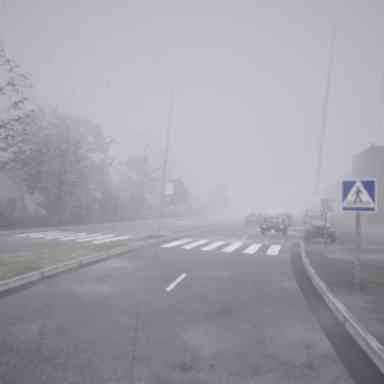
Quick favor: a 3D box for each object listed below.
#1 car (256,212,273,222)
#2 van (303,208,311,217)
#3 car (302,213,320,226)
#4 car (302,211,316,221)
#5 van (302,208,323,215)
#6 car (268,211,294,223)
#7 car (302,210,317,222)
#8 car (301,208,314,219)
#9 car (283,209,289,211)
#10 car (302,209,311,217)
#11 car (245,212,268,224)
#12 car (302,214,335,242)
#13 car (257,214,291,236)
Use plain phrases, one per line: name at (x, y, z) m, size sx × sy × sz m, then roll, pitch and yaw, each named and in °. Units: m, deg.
car at (10.937, 3.667, 49.924) m, size 1.895 × 1.301 × 4.718 m, roll 1°, pitch -2°, yaw 18°
van at (27.731, 4.968, 80.286) m, size 1.878 × 1.987 × 4.442 m, roll 1°, pitch -2°, yaw 18°
car at (15.481, 3.496, 43.372) m, size 2.002 × 1.452 × 4.674 m, roll 1°, pitch -2°, yaw 18°
car at (20.734, 4.202, 59.206) m, size 2.231 × 1.521 × 4.892 m, roll 1°, pitch -2°, yaw 18°
van at (12.051, 2.742, 33.017) m, size 1.878 × 1.987 × 4.442 m, roll 1°, pitch -2°, yaw 18°
car at (9.801, 3.079, 36.232) m, size 2.033 × 1.411 × 5.357 m, roll 1°, pitch -2°, yaw 19°
car at (18.992, 3.828, 53.948) m, size 2.185 × 1.767 × 4.553 m, roll 1°, pitch -2°, yaw 18°
car at (24.189, 4.440, 69.607) m, size 2.435 × 2.045 × 5.566 m, roll 1°, pitch -2°, yaw 18°
car at (13.181, 3.526, 46.644) m, size 1.837 × 1.490 × 4.892 m, roll 1°, pitch -2°, yaw 19°
car at (29.419, 5.308, 85.381) m, size 2.185 × 1.767 × 4.553 m, roll 1°, pitch -2°, yaw 18°
car at (7.696, 3.170, 40.163) m, size 1.994 × 1.385 × 4.181 m, roll 1°, pitch -2°, yaw 19°
car at (8.566, 2.512, 22.469) m, size 2.002 × 1.452 × 4.674 m, roll 3°, pitch -2°, yaw 18°
car at (6.636, 2.679, 26.579) m, size 1.895 × 1.301 × 4.718 m, roll 1°, pitch -2°, yaw 18°
